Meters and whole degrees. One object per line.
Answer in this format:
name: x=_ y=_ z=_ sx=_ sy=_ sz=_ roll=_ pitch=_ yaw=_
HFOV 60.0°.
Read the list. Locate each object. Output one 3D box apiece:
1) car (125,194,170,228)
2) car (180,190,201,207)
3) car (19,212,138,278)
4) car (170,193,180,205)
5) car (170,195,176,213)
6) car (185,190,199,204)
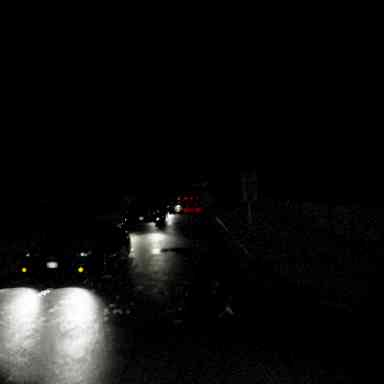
car: x=-2.879 y=1.135 z=21.610 sx=2.150 sy=2.045 sz=5.566 roll=-1 pitch=0 yaw=0
car: x=-0.036 y=0.861 z=44.461 sx=2.150 sy=2.045 sz=5.566 roll=-1 pitch=1 yaw=0
car: x=-3.225 y=1.553 z=9.988 sx=1.994 sy=1.385 sz=4.181 roll=-1 pitch=0 yaw=4
car: x=-2.782 y=1.070 z=49.051 sx=2.097 sy=1.767 sz=4.553 roll=-1 pitch=1 yaw=0
car: x=-2.866 y=1.340 z=33.275 sx=1.812 sy=1.442 sz=4.674 roll=-1 pitch=0 yaw=0
car: x=-0.039 y=0.744 z=54.882 sx=2.150 sy=2.045 sz=5.566 roll=-1 pitch=1 yaw=0
